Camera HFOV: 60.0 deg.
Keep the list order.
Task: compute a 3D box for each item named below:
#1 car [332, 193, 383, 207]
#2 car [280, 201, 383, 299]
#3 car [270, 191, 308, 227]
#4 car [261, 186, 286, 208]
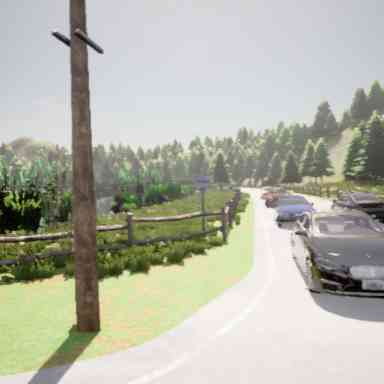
[{"bbox_3d":[8.808,0.798,17.824,1.837,1.490,4.892,-1,2,11],"label":"car"},{"bbox_3d":[3.478,1.198,7.943,2.128,1.511,4.902,-1,2,11],"label":"car"},{"bbox_3d":[5.253,0.919,17.347,1.812,1.442,4.674,-1,2,11],"label":"car"},{"bbox_3d":[7.352,0.367,28.686,2.097,1.767,4.553,-1,2,10],"label":"car"}]
